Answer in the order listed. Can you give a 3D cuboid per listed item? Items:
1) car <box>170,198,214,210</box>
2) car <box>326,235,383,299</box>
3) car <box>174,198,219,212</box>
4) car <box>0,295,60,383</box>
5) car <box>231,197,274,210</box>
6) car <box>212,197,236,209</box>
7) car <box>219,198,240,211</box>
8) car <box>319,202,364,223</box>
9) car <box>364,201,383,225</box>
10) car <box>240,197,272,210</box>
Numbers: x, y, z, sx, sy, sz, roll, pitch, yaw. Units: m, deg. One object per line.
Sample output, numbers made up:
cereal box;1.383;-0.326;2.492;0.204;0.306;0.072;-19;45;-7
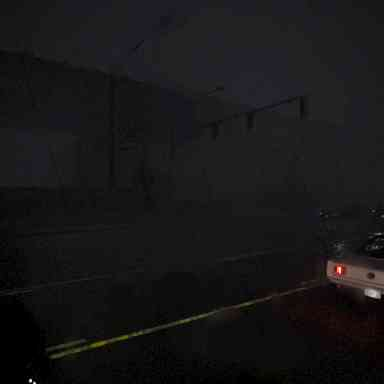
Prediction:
car;0.056;1.295;36.425;4.536;1.218;1.853;0;0;8
car;5.180;1.601;7.470;4.718;1.301;1.895;0;0;-35
car;0.107;1.453;36.418;4.974;1.542;2.038;0;0;8
car;-3.461;1.220;1.281;5.566;2.045;2.150;0;0;-35
car;7.762;1.453;42.863;4.974;1.542;2.038;0;0;-7
car;3.868;1.295;39.152;1.853;1.218;4.536;0;0;18
car;3.852;1.453;39.103;2.038;1.542;4.974;0;0;18
car;11.592;1.505;25.162;4.892;1.490;1.837;0;0;-36
car;14.598;1.221;23.008;5.566;2.045;2.150;0;0;-36
car;7.710;1.295;42.856;4.536;1.218;1.853;0;0;-7
